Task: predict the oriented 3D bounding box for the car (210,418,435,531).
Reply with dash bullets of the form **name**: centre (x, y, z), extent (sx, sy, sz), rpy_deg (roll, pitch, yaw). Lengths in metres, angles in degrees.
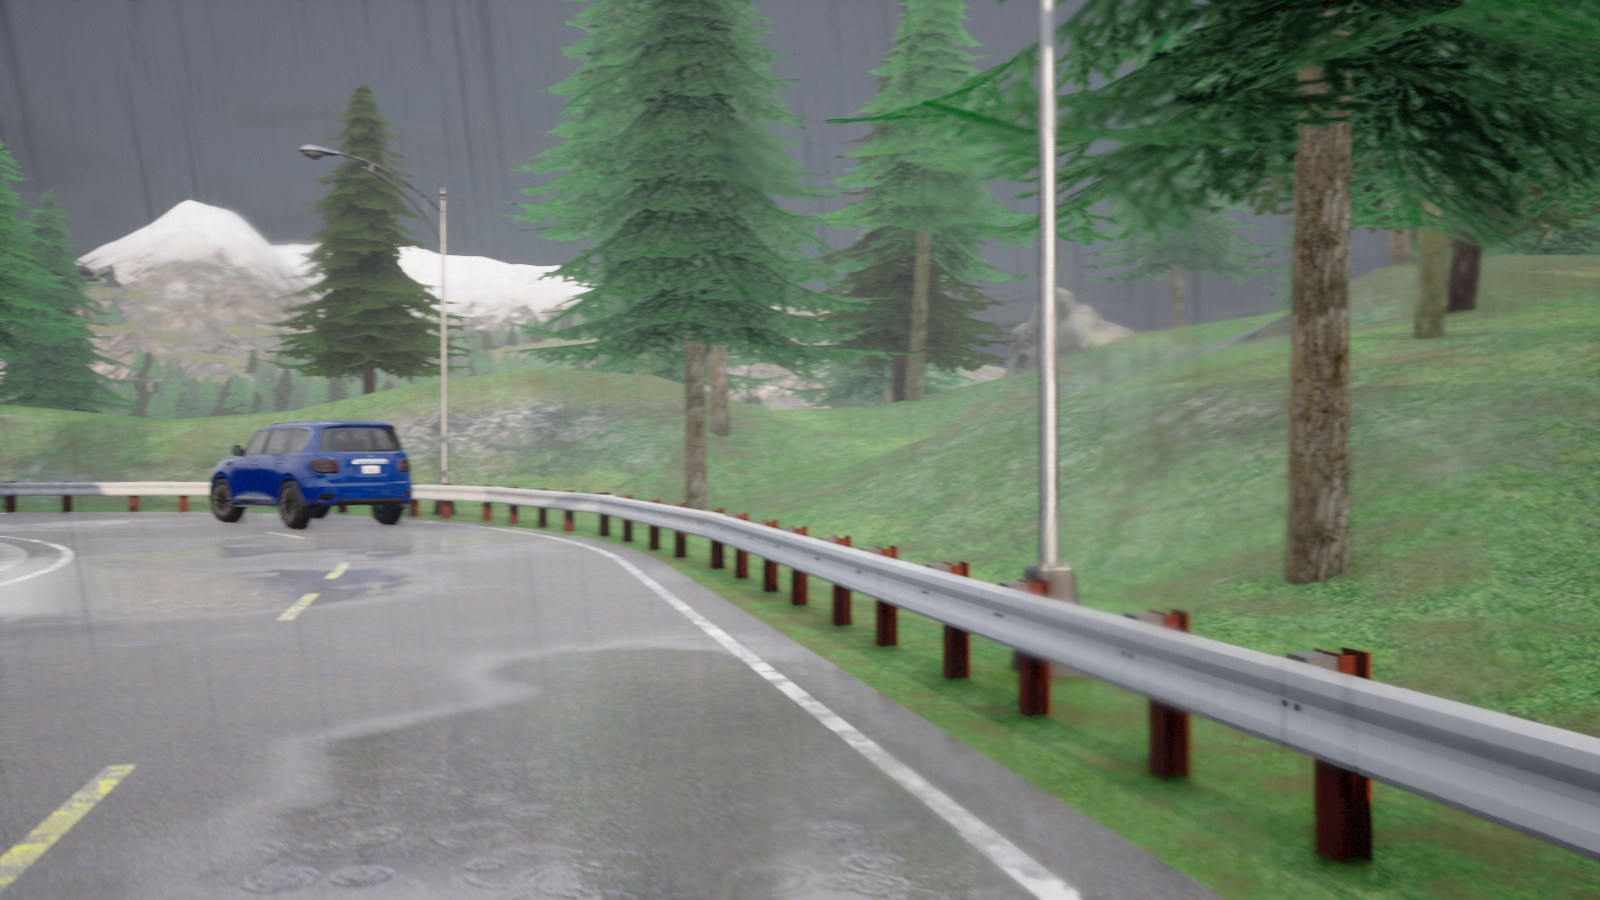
- **car**: centre (-9.742, 0.445, 25.331), extent (5.566, 2.045, 2.150), rpy_deg (0, 0, 45)
